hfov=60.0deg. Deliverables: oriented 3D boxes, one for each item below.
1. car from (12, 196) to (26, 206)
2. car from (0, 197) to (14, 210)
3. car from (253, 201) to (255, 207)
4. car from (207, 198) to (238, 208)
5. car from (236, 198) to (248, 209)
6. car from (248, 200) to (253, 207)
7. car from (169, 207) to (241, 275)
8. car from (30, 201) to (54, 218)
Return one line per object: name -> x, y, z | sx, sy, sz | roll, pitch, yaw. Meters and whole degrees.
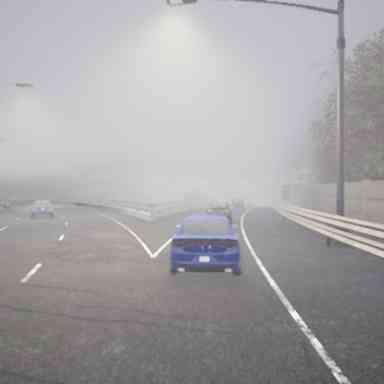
car -> -27.466, 1.350, 52.257 | 2.128, 1.511, 4.902 | 0, 0, -39
car -> -22.644, 1.489, 39.468 | 1.895, 1.301, 4.718 | 0, 0, -31
car -> 13.241, 2.729, 75.177 | 2.128, 1.511, 4.902 | 0, -4, 15
car -> 2.077, 1.457, 24.572 | 2.128, 1.511, 4.902 | 0, 0, 8
car -> 6.234, 1.540, 45.792 | 2.033, 1.411, 5.357 | 0, -1, 12
car -> 9.527, 1.971, 60.062 | 1.895, 1.301, 4.718 | 0, -2, 13
car -> 0.460, 1.462, 10.496 | 1.882, 1.535, 5.008 | 0, 0, 4
car -> -13.462, 1.471, 29.868 | 2.033, 1.411, 5.357 | 0, 0, -25
